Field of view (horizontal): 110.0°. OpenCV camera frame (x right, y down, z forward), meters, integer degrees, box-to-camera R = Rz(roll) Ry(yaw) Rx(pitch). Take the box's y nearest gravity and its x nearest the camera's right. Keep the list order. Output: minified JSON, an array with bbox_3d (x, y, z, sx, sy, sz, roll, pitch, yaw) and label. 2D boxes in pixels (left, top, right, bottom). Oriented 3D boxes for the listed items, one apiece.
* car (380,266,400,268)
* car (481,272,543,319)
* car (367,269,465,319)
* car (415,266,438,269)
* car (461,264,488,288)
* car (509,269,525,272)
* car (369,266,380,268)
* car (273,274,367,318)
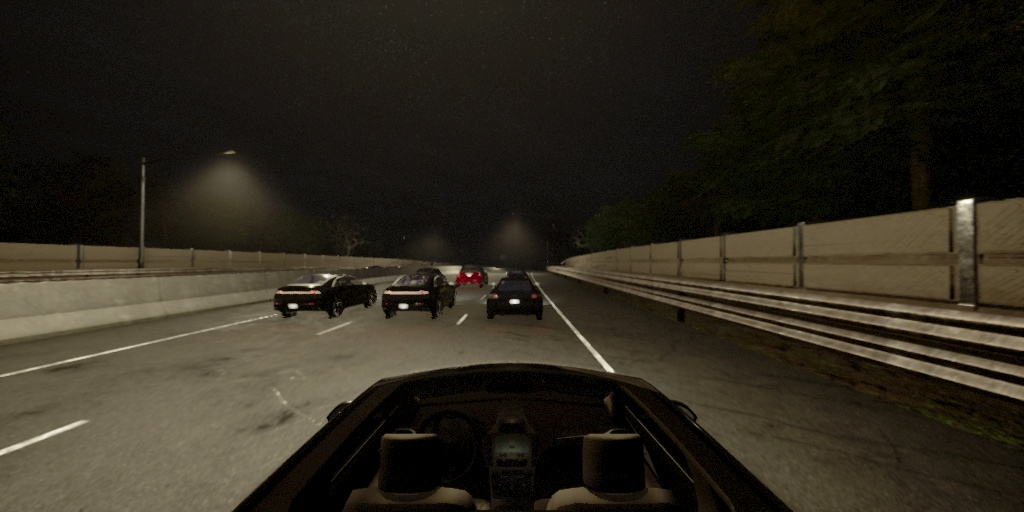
[{"bbox_3d":[-19.503,2.407,60.037,2.033,1.411,5.357,0,-2,4],"label":"car"},{"bbox_3d":[0.131,1.489,13.719,1.994,1.385,4.181,0,-1,1],"label":"car"},{"bbox_3d":[-3.371,1.415,13.742,2.128,1.511,4.902,0,-1,1],"label":"car"},{"bbox_3d":[-6.597,1.674,28.741,1.837,1.490,4.892,0,-1,2],"label":"car"},{"bbox_3d":[-3.100,1.517,28.575,2.097,1.767,4.553,0,-1,2],"label":"car"},{"bbox_3d":[0.407,1.733,28.708,1.994,1.385,4.181,0,-1,2],"label":"car"},{"bbox_3d":[-22.998,2.367,60.232,1.837,1.490,4.892,0,-2,4],"label":"car"},{"bbox_3d":[-6.872,1.415,13.769,2.128,1.511,4.902,0,-1,1],"label":"car"}]
